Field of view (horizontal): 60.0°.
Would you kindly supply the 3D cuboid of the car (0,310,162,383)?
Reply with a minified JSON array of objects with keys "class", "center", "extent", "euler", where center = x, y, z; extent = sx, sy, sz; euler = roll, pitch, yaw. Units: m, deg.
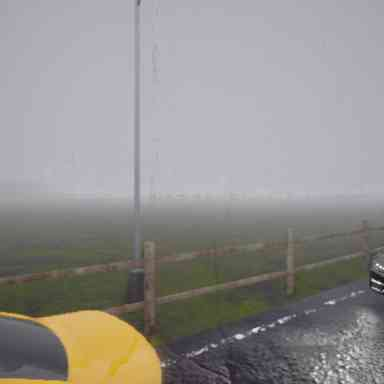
[{"class":"car","center":[-2.470,1.482,1.412],"extent":[5.008,1.535,1.882],"euler":[0,0,-36]}]

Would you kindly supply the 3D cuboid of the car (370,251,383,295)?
[{"class":"car","center":[5.903,1.510,7.682],"extent":[4.902,1.511,2.128],"euler":[0,0,-39]}]
